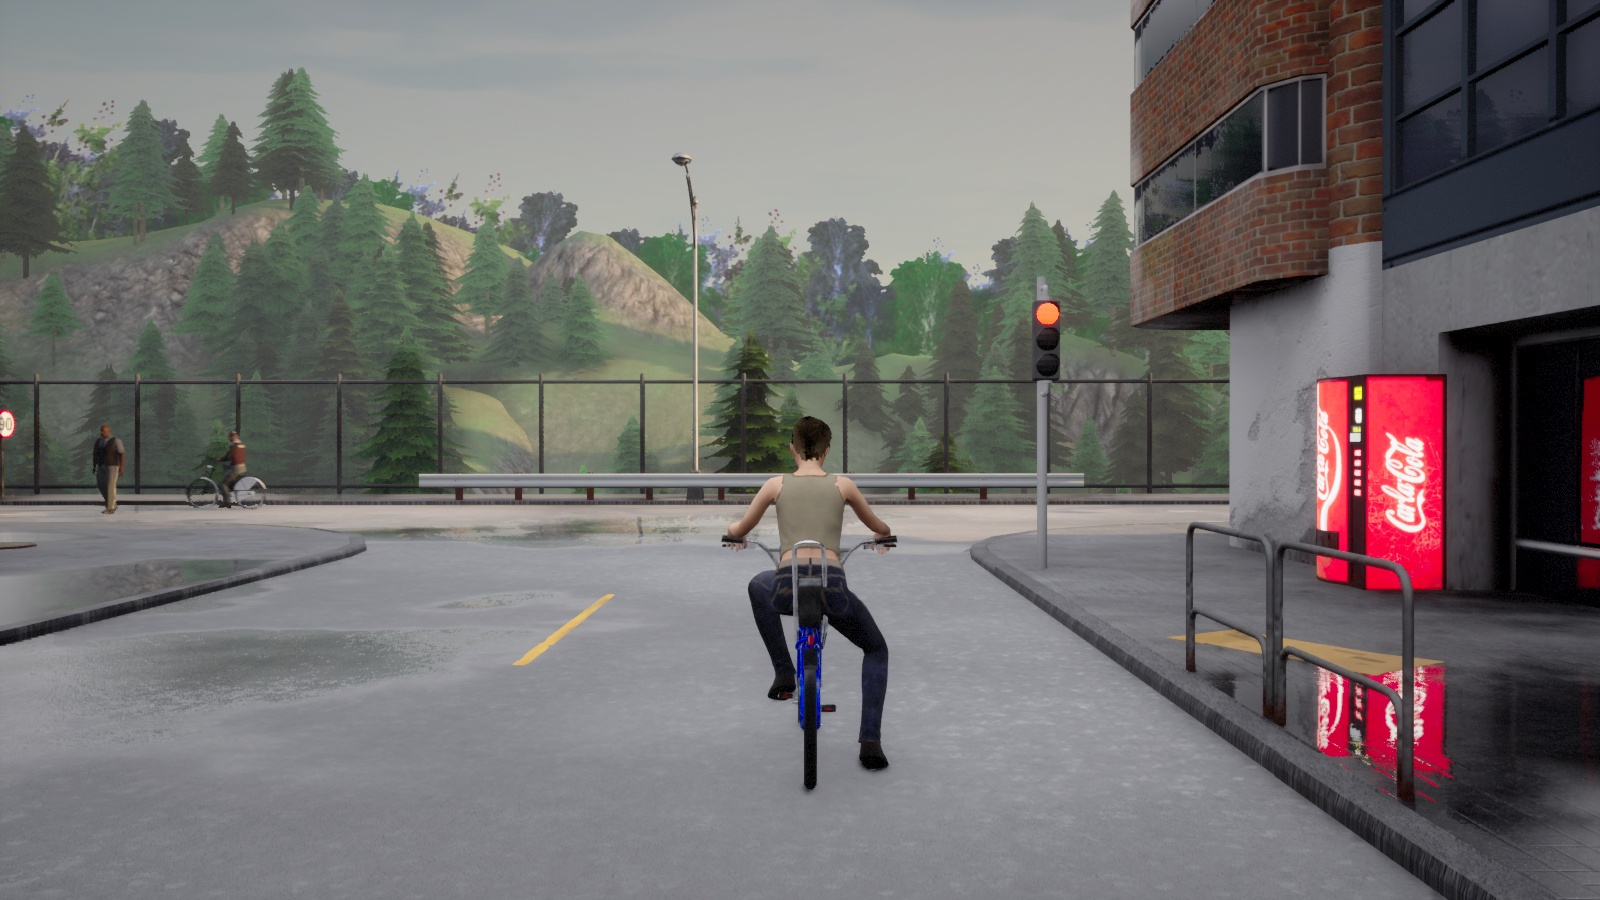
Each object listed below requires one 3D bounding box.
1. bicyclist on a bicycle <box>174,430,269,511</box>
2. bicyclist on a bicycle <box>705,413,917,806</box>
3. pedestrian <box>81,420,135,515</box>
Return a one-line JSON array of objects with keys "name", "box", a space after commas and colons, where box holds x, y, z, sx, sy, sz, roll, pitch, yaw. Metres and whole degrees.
[{"name": "bicyclist on a bicycle", "box": [-12.891, 0.448, 28.020, 1.843, 1.776, 0.659, 0, 1, 6]}, {"name": "bicyclist on a bicycle", "box": [0.045, 0.650, 5.896, 0.866, 1.612, 1.509, 0, 0, 0]}, {"name": "pedestrian", "box": [-13.954, 0.350, 25.326, 0.563, 1.883, 0.849, 0, 0, 8]}]
